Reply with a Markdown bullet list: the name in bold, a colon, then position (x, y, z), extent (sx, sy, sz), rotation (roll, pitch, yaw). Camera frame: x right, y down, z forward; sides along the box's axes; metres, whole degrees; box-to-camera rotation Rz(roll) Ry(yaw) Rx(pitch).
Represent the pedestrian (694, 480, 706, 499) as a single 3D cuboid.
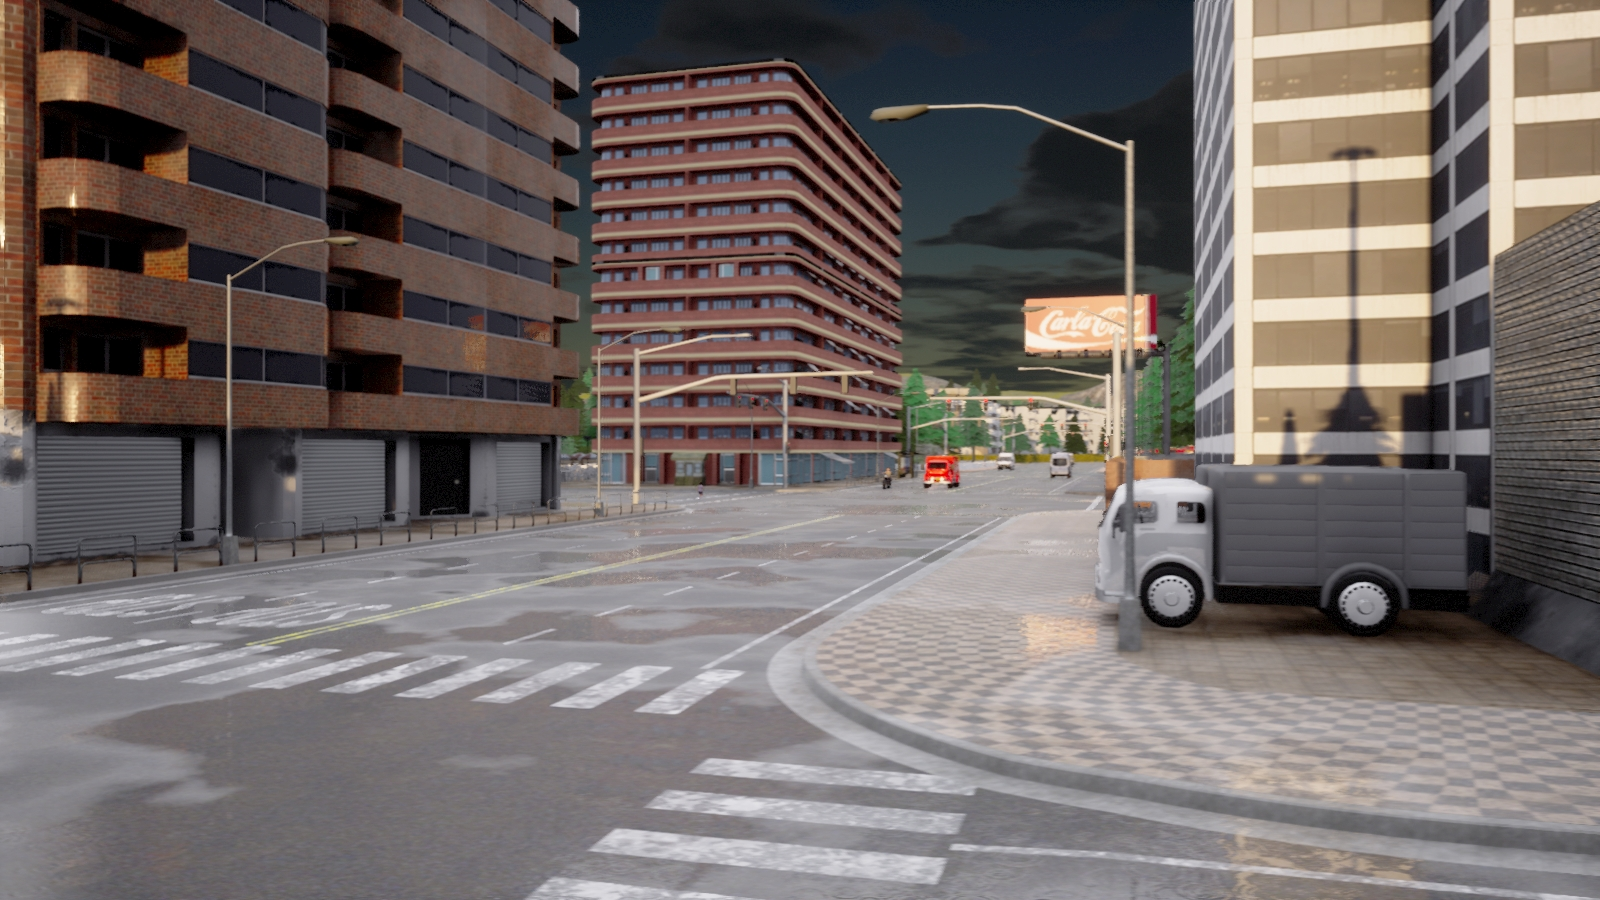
- **pedestrian**: position (-5.756, 2.278, 65.965), extent (0.500, 1.100, 0.500), rotation (0, 0, 21)
